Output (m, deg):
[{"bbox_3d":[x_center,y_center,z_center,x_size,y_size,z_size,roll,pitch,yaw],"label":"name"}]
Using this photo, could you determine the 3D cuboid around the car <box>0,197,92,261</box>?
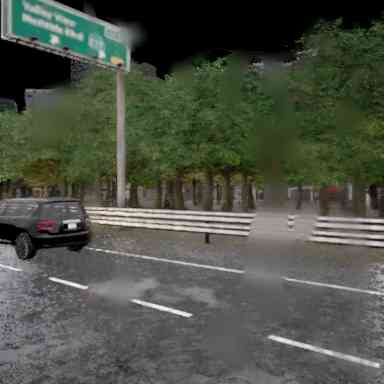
[{"bbox_3d":[-6.144,1.223,12.559,5.566,2.045,2.150,0,0,36],"label":"car"}]
